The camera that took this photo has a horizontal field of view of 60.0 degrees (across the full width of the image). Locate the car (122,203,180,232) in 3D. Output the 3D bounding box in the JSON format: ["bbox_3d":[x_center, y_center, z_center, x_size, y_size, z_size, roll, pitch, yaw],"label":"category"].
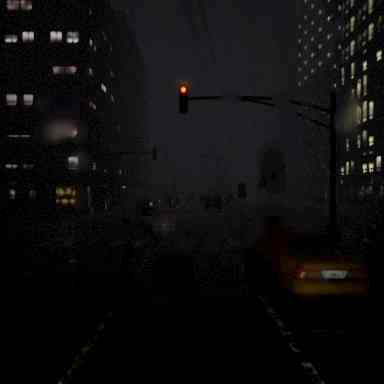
[{"bbox_3d":[-2.686,1.611,20.321,1.895,1.301,4.718,0,0,-32],"label":"car"}]

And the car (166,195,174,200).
[{"bbox_3d":[-5.892,1.448,90.349,1.752,1.417,4.829,0,0,0],"label":"car"}]

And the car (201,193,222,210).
[{"bbox_3d":[2.596,1.252,40.798,2.192,1.841,5.009,0,0,0],"label":"car"}]

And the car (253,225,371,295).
[{"bbox_3d":[2.668,1.509,8.556,1.752,1.417,4.829,0,0,0],"label":"car"}]

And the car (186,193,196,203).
[{"bbox_3d":[-0.154,1.469,69.568,2.033,1.411,5.357,0,0,0],"label":"car"}]

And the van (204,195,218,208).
[{"bbox_3d":[2.583,1.273,46.324,1.690,1.788,3.998,0,0,0],"label":"van"}]

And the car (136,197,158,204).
[{"bbox_3d":[-5.783,1.488,40.780,2.008,1.369,4.403,0,0,0],"label":"car"}]

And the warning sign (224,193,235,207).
[{"bbox_3d":[4.975,1.049,44.060,1.300,1.860,1.060,0,0,0],"label":"warning sign"}]

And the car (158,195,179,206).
[{"bbox_3d":[-3.193,1.286,44.765,2.097,1.767,4.553,0,0,0],"label":"car"}]

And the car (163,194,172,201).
[{"bbox_3d":[-5.869,1.362,79.466,1.967,1.590,4.097,0,0,0],"label":"car"}]

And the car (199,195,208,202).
[{"bbox_3d":[2.523,1.467,73.958,1.887,1.381,4.507,0,0,0],"label":"car"}]

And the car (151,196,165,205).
[{"bbox_3d":[-5.820,1.477,57.359,2.008,1.369,4.403,0,0,0],"label":"car"}]

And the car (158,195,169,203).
[{"bbox_3d":[-5.845,1.364,68.413,1.967,1.590,4.097,0,0,0],"label":"car"}]

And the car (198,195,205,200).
[{"bbox_3d":[2.487,1.448,90.708,1.752,1.417,4.829,0,0,0],"label":"car"}]

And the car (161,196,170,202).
[{"bbox_3d":[-5.857,1.504,73.940,1.802,1.307,4.206,0,0,0],"label":"car"}]

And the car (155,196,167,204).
[{"bbox_3d":[-5.832,1.469,62.885,1.887,1.381,4.507,0,0,0],"label":"car"}]

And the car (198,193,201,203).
[{"bbox_3d":[2.547,1.239,62.904,2.192,1.841,5.009,0,0,0],"label":"car"}]
